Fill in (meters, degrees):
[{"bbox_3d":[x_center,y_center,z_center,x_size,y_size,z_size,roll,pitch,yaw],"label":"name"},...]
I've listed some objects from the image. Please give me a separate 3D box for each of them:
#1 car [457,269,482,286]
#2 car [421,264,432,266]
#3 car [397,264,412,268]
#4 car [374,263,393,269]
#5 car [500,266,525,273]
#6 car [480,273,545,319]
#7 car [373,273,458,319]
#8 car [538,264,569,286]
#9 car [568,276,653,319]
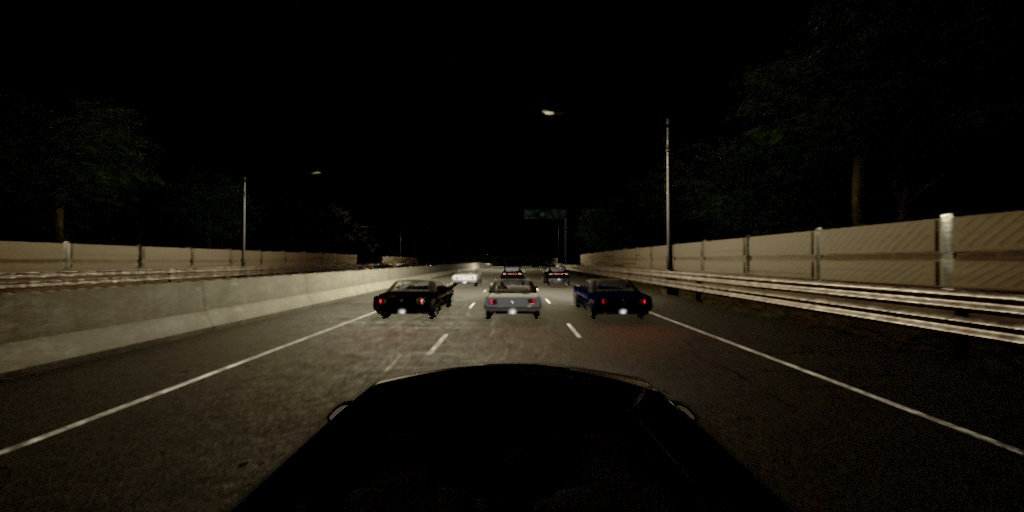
[{"bbox_3d":[-3.463,1.687,28.570,1.895,1.301,4.718,0,-1,1],"label":"car"},{"bbox_3d":[-14.055,2.033,59.242,1.994,1.385,4.181,0,-1,1],"label":"car"},{"bbox_3d":[-17.549,2.030,58.981,1.994,1.385,4.181,0,-1,1],"label":"car"},{"bbox_3d":[-21.043,1.958,58.942,2.128,1.511,4.902,0,-1,1],"label":"car"},{"bbox_3d":[0.042,1.585,29.160,2.128,1.511,4.902,0,-1,0],"label":"car"},{"bbox_3d":[0.039,1.502,13.570,1.895,1.301,4.718,0,-1,1],"label":"car"},{"bbox_3d":[-3.461,1.502,13.577,1.895,1.301,4.718,0,-1,1],"label":"car"},{"bbox_3d":[3.542,1.585,29.167,2.128,1.511,4.902,0,-1,1],"label":"car"},{"bbox_3d":[3.539,1.501,13.569,1.895,1.301,4.718,0,-1,1],"label":"car"}]
